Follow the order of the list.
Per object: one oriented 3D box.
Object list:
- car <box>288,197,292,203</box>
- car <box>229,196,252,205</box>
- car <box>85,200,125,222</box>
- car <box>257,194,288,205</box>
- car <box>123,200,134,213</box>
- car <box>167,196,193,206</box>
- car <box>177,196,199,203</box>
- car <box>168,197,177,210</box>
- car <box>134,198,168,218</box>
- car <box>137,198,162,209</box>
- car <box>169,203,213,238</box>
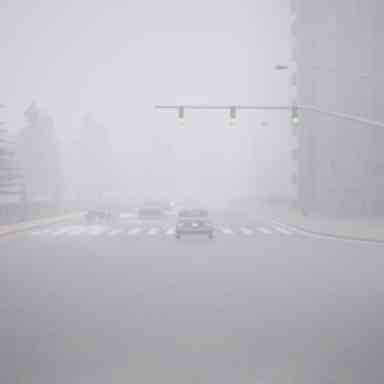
[{"bbox_3d":[16.649,1.199,62.882,4.553,1.767,2.097,0,0,-24],"label":"car"},{"bbox_3d":[8.362,1.390,56.839,2.128,1.511,4.902,0,0,43],"label":"car"},{"bbox_3d":[-7.067,1.604,26.834,1.895,1.301,4.718,0,0,0],"label":"car"},{"bbox_3d":[13.387,1.416,56.683,5.357,1.411,2.033,0,0,-37],"label":"car"},{"bbox_3d":[-6.970,1.562,35.644,1.994,1.385,4.181,0,0,1],"label":"car"},{"bbox_3d":[-1.872,1.437,54.854,1.882,1.535,5.008,0,0,30],"label":"car"},{"bbox_3d":[-0.569,1.555,49.749,1.895,1.301,4.718,0,0,21],"label":"car"},{"bbox_3d":[-3.251,1.479,39.880,1.837,1.490,4.892,0,0,3],"label":"car"},{"bbox_3d":[-3.559,1.459,29.754,1.882,1.535,5.008,0,0,0],"label":"car"},{"bbox_3d":[-5.748,1.587,45.497,1.895,1.301,4.718,0,0,12],"label":"car"},{"bbox_3d":[0.108,1.513,17.316,2.033,1.411,5.357,0,0,0],"label":"car"}]
